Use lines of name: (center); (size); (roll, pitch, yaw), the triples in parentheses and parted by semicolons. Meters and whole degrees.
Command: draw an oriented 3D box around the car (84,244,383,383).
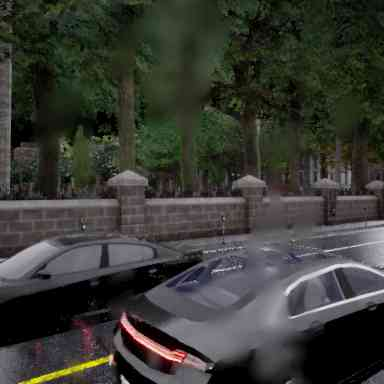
car: (1.419, 1.492, 4.324); (4.902, 1.511, 2.128); (0, 0, -36)

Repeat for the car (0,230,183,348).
car: (-2.054, 1.477, 5.776); (5.008, 1.535, 1.882); (0, 0, -36)
